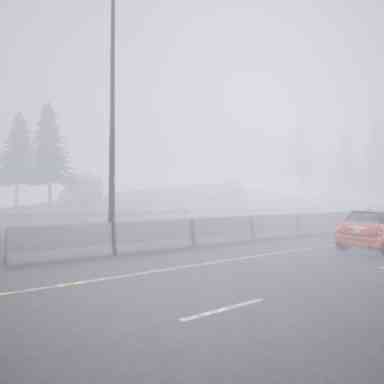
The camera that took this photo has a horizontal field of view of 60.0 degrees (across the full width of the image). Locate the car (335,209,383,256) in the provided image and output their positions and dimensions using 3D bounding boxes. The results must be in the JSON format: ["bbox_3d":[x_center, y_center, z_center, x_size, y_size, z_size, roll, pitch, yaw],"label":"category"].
[{"bbox_3d":[7.868,1.446,13.299,4.553,1.767,2.097,0,0,-31],"label":"car"}]
